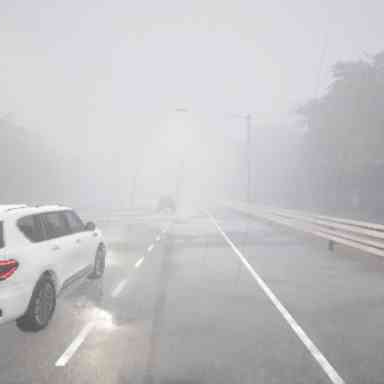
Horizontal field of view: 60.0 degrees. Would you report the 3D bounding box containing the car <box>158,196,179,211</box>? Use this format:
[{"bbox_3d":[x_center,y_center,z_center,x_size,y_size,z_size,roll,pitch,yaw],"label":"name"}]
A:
[{"bbox_3d":[-3.380,1.528,45.752,2.150,2.045,5.566,0,0,0],"label":"car"}]

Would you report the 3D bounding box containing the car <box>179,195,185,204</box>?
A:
[{"bbox_3d":[-3.284,2.050,74.834,1.994,1.385,4.181,0,0,0],"label":"car"}]

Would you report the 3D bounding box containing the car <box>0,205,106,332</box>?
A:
[{"bbox_3d":[-3.492,1.270,7.058,2.150,2.045,5.566,0,0,0],"label":"car"}]
